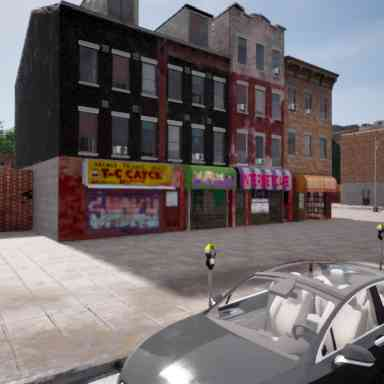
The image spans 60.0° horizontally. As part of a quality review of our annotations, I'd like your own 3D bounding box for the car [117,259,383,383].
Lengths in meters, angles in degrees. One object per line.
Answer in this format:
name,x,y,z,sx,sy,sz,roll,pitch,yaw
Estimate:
car,1.332,1.552,3.749,4.403,1.369,2.008,0,0,-35
